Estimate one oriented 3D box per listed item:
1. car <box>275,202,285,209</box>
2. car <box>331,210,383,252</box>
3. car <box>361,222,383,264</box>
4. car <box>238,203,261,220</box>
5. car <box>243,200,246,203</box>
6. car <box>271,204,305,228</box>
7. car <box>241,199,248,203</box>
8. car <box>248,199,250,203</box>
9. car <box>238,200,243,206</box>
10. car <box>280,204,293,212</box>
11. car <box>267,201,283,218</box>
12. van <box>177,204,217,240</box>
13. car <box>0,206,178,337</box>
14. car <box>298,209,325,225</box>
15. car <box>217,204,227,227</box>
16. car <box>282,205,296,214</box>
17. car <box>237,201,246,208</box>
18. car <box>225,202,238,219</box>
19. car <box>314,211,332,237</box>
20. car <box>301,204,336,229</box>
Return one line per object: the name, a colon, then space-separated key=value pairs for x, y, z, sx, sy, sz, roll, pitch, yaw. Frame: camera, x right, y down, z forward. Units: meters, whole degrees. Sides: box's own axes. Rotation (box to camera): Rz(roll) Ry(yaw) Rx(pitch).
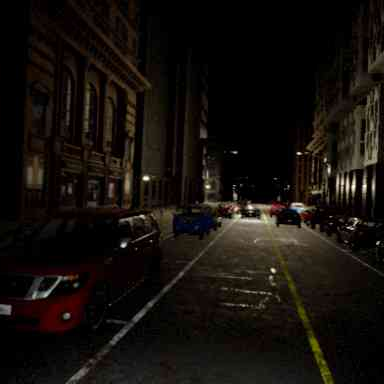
car: x=20.283 y=3.182 z=76.764 sx=1.887 sy=1.381 sz=4.507 roll=2 pitch=-1 yaw=11
car: x=8.457 y=1.956 z=16.299 sx=1.967 sy=1.590 sz=4.097 roll=2 pitch=-1 yaw=11
car: x=7.377 y=1.967 z=10.800 sx=2.008 sy=1.369 sz=4.403 roll=2 pitch=-1 yaw=11
car: x=6.307 y=2.186 z=35.534 sx=1.994 sy=1.385 sz=4.181 roll=2 pitch=-1 yaw=12
car: x=7.618 y=2.458 z=56.401 sx=1.947 sy=1.339 sz=4.313 roll=2 pitch=-1 yaw=11
car: x=8.012 y=2.094 z=28.045 sx=1.882 sy=1.535 sz=5.008 roll=2 pitch=0 yaw=11
car: x=9.769 y=2.648 z=67.394 sx=2.008 sy=1.369 sz=4.403 roll=2 pitch=-1 yaw=11
car: x=11.920 y=2.848 z=78.388 sx=1.887 sy=1.381 sz=4.507 roll=2 pitch=-1 yaw=11
car: x=5.473 y=2.129 z=45.410 sx=1.967 sy=1.590 sz=4.097 roll=2 pitch=-1 yaw=11
car: x=17.055 y=2.910 z=60.272 sx=1.802 sy=1.307 sz=4.206 roll=2 pitch=-1 yaw=11
car: x=10.381 y=2.319 z=40.311 sx=1.882 sy=1.535 sz=5.008 roll=2 pitch=0 yaw=12
van: x=0.100 y=1.524 z=17.927 sx=1.690 sy=1.788 sz=3.998 roll=2 pitch=-1 yaw=11
car: x=-2.049 y=1.298 z=6.935 sx=2.192 sy=1.841 sz=5.009 roll=2 pitch=-1 yaw=11
car: x=11.677 y=2.401 z=32.788 sx=1.802 sy=1.307 sz=4.206 roll=2 pitch=-1 yaw=11
car: x=1.135 y=1.805 z=23.255 sx=1.752 sy=1.417 sz=4.829 roll=2 pitch=-1 yaw=11
car: x=15.979 y=2.808 z=54.776 sx=1.802 sy=1.307 sz=4.206 roll=2 pitch=-1 yaw=11
car: x=10.813 y=2.723 z=72.724 sx=1.752 sy=1.417 sz=4.829 roll=2 pitch=-1 yaw=11
car: x=3.322 y=1.926 z=34.417 sx=1.967 sy=1.590 sz=4.097 roll=2 pitch=-1 yaw=11
car: x=9.526 y=2.198 z=21.794 sx=1.802 sy=1.307 sz=4.206 roll=2 pitch=-1 yaw=11
car: x=10.614 y=2.033 z=27.293 sx=2.192 sy=1.841 sz=5.009 roll=2 pitch=-1 yaw=11
